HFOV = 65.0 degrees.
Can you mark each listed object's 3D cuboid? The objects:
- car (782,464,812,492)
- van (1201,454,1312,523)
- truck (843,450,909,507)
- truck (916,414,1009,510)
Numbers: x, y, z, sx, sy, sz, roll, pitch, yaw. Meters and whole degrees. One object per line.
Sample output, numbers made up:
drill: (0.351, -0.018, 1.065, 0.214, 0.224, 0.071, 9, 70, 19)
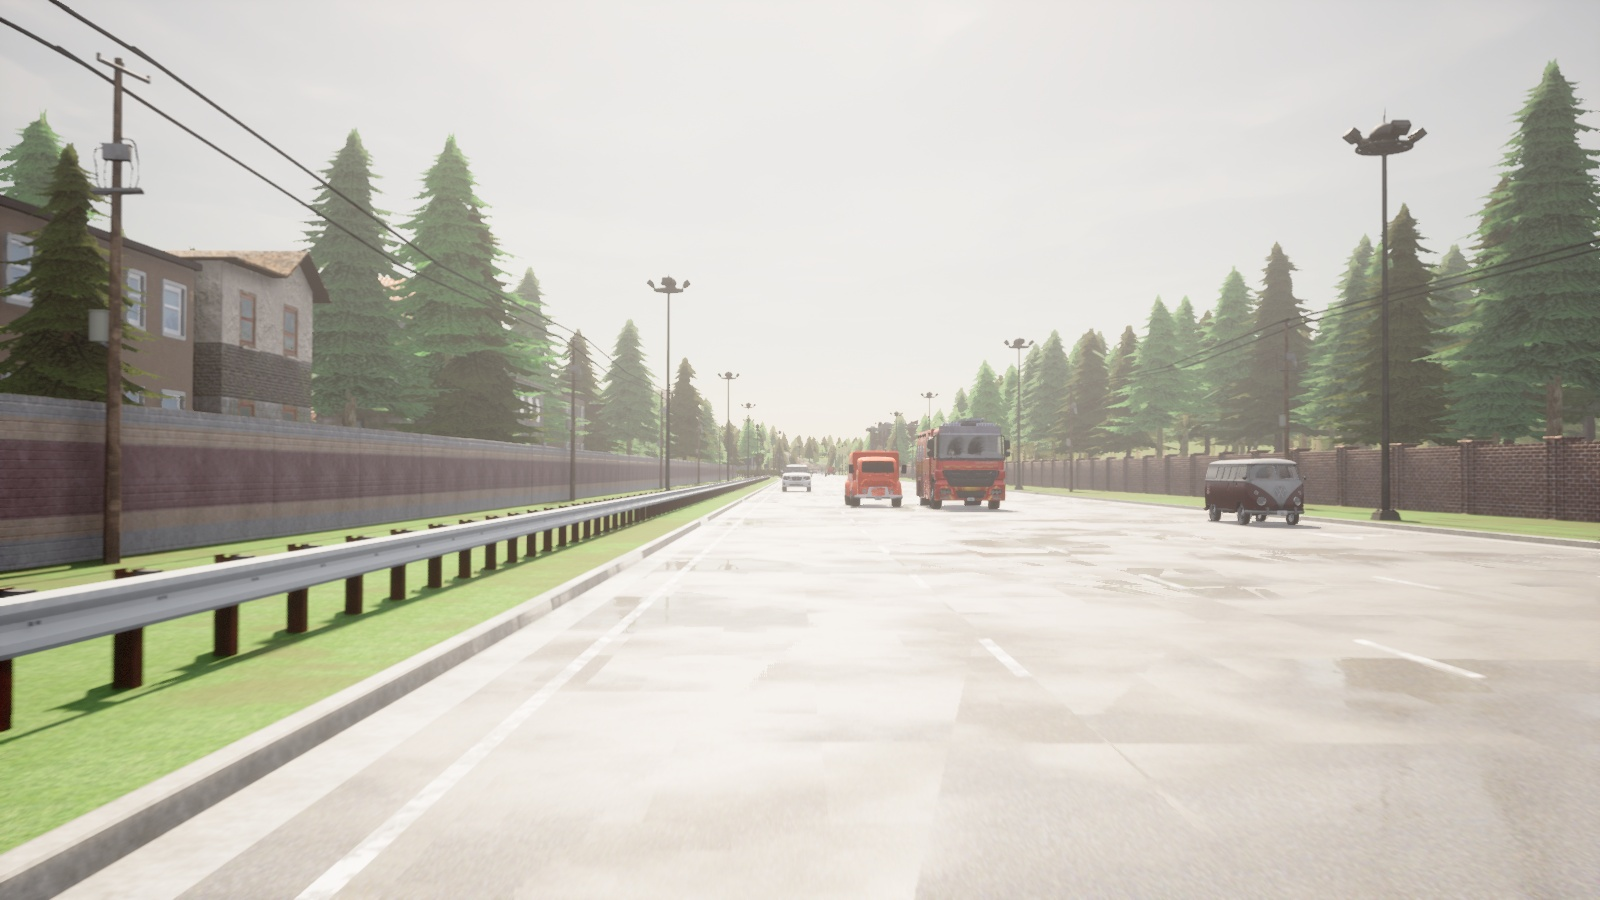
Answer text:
car: (-0.229, 2.125, 95.012, 2.150, 2.045, 5.566, 0, -1, 0)
van: (13.906, 1.157, 38.530, 1.775, 1.987, 4.442, 0, -1, 0)
truck: (3.362, 1.261, 56.542, 2.627, 2.467, 5.204, 0, -1, 0)
truck: (6.865, 0.533, 54.365, 2.891, 3.827, 8.468, 0, -1, 0)
